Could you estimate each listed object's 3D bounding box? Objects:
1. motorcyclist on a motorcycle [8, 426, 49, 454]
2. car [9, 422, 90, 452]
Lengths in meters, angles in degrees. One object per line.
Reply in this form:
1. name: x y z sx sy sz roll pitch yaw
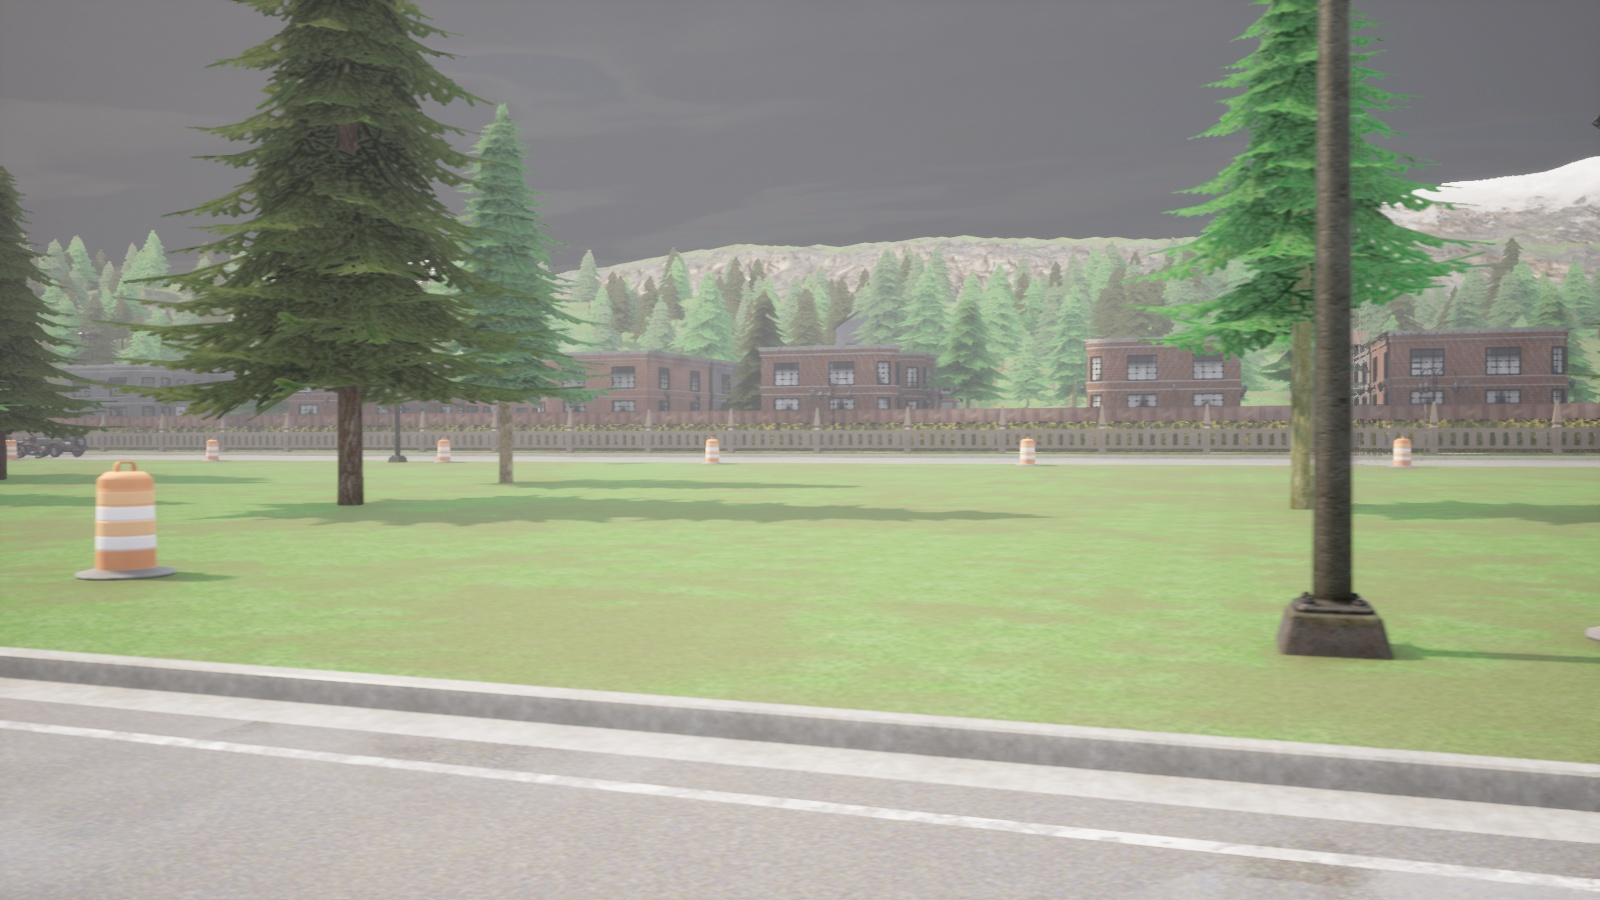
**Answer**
1. motorcyclist on a motorcycle: -46.939 -0.624 76.428 2.350 1.649 0.766 0 1 18
2. car: -48.126 -0.827 80.509 4.605 1.855 1.932 1 1 19
